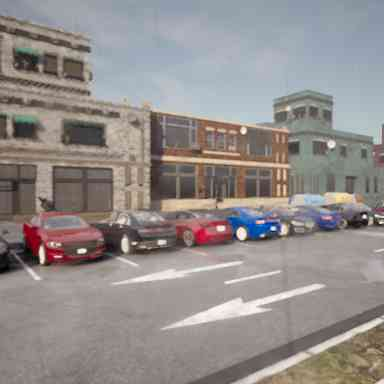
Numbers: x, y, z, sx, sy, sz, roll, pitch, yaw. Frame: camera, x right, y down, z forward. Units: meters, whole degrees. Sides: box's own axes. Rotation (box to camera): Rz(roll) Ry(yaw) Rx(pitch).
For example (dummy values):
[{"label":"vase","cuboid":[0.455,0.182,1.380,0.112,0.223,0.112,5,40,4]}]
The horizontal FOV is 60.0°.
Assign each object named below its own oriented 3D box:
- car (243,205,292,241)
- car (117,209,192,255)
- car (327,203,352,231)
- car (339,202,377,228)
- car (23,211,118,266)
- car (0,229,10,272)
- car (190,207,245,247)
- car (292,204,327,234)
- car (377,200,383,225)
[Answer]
[{"label":"car","cuboid":[2.193,1.471,16.787,2.097,1.535,5.008,0,0,-35]},{"label":"car","cuboid":[-2.437,1.476,13.493,2.231,1.521,4.892,0,0,-35]},{"label":"car","cuboid":[6.619,1.513,19.939,2.002,1.452,4.674,0,0,-35]},{"label":"car","cuboid":[8.865,1.504,21.575,2.163,1.488,4.792,0,0,-35]},{"label":"car","cuboid":[-4.709,1.477,11.891,2.097,1.535,5.008,0,0,-35]},{"label":"car","cuboid":[-6.953,1.510,10.252,2.163,1.488,4.792,0,0,-35]},{"label":"car","cuboid":[-0.194,1.502,15.132,2.163,1.488,4.792,0,0,-35]},{"label":"car","cuboid":[4.452,1.472,18.407,2.231,1.521,4.892,0,0,-35]},{"label":"car","cuboid":[11.144,1.478,23.168,2.231,1.521,4.892,0,0,-35]}]
